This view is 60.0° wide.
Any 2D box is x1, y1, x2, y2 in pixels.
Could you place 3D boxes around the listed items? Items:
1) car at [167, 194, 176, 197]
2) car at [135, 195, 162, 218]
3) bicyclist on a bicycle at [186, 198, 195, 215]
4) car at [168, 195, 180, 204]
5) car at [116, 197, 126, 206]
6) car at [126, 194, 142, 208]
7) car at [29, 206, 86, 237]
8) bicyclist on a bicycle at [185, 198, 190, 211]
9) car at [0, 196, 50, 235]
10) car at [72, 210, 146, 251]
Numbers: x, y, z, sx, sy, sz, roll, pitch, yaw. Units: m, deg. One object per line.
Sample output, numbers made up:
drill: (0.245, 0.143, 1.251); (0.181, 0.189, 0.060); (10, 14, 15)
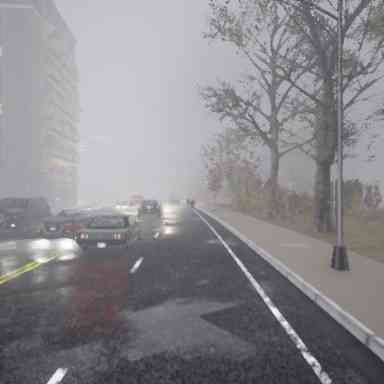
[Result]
car: (-4.580, 1.464, 78.602); (2.150, 2.045, 5.566); (0, 0, -7)
car: (-3.972, 1.461, 32.087); (2.097, 1.767, 4.553); (0, 0, -3)
bicyclist on a bicycle: (0.040, 1.479, 33.115); (0.659, 1.776, 1.843); (0, 0, -3)
car: (-3.543, 1.779, 69.185); (1.994, 1.385, 4.181); (0, 0, -5)
car: (-12.551, 1.700, 60.266); (2.128, 1.511, 4.902); (0, 0, -4)
car: (-8.715, 1.394, 53.368); (2.150, 2.045, 5.566); (0, 0, -4)
car: (-6.896, 1.632, 18.365); (1.994, 1.385, 4.181); (0, 0, -2)
bicyclist on a bicycle: (-0.547, 1.593, 43.439); (0.582, 1.620, 1.656); (0, 0, -4)
car: (-10.176, 1.296, 19.589); (2.150, 2.045, 5.566); (0, 0, -2)
car: (-3.338, 1.653, 14.337); (1.895, 1.301, 4.718); (0, 0, -1)
